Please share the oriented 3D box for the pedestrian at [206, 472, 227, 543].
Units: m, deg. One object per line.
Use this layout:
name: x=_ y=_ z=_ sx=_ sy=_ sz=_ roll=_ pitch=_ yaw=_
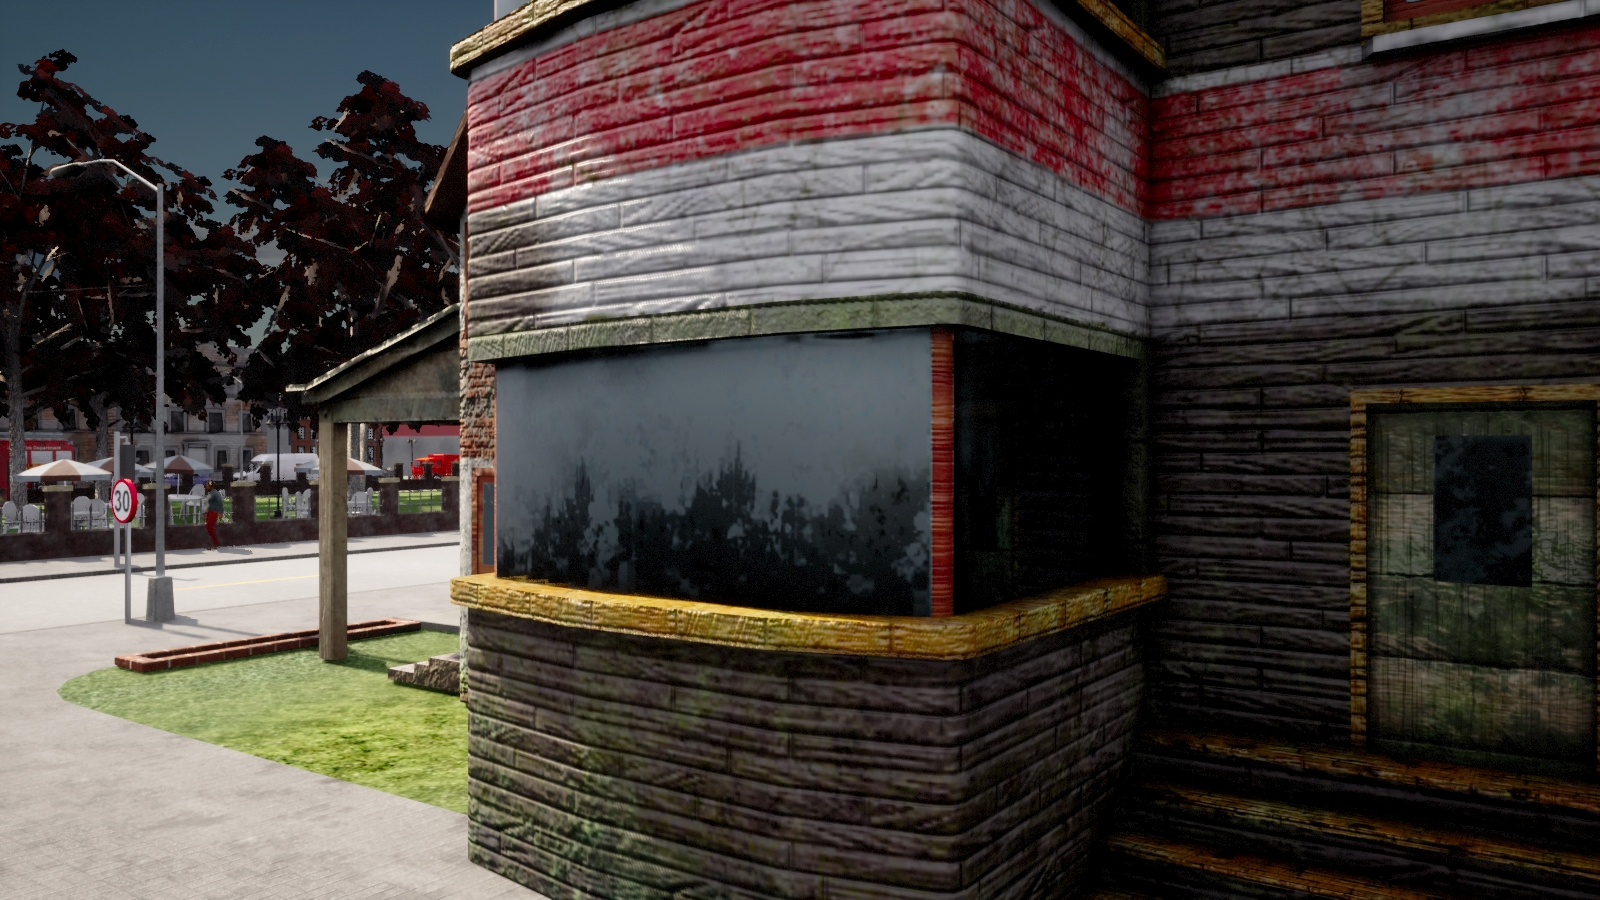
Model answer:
pedestrian: x=-15.540 y=1.517 z=30.411 sx=0.375 sy=1.860 sz=0.375 roll=0 pitch=0 yaw=36
